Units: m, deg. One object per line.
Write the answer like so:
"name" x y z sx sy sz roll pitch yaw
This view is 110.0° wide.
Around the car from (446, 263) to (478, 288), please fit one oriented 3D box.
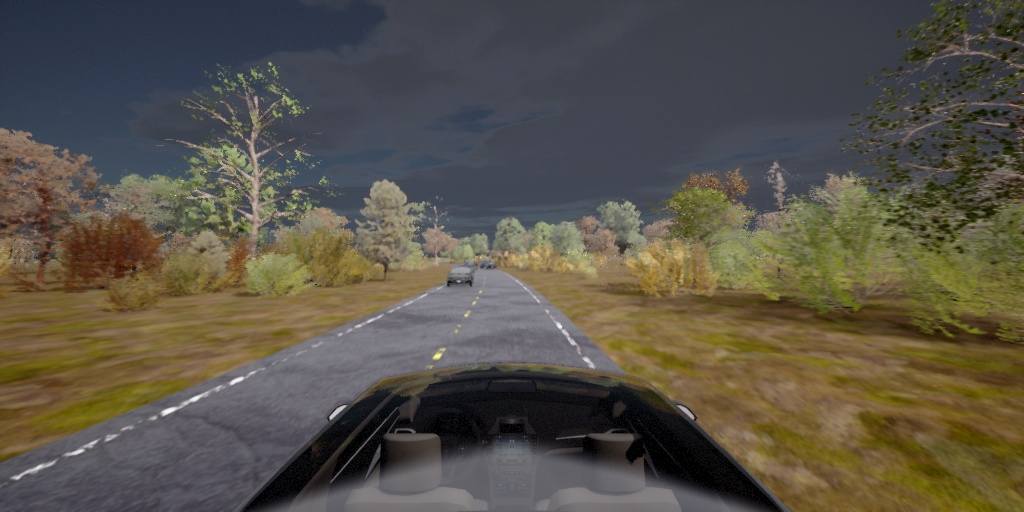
"car" -3.797 1.501 27.145 1.882 1.535 5.008 0 -1 -3
